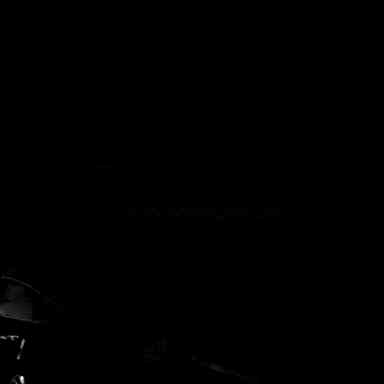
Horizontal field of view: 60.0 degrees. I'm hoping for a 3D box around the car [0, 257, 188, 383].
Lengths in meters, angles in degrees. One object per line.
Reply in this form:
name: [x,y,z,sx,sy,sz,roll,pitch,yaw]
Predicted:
car: [-2.040,1.569,4.417,4.313,1.339,1.947,0,0,35]
